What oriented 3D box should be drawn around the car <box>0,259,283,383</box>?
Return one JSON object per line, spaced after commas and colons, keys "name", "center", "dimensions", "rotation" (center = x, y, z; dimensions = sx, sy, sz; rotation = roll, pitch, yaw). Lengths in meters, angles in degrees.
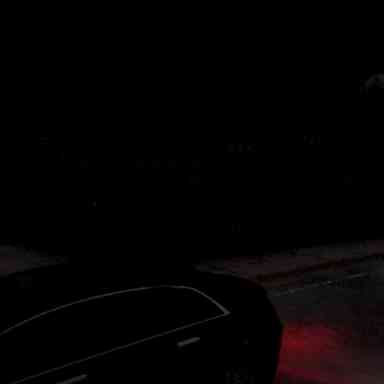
{"name": "car", "center": [-1.275, 1.498, 3.000], "dimensions": [4.892, 1.490, 1.837], "rotation": [0, 0, -34]}
